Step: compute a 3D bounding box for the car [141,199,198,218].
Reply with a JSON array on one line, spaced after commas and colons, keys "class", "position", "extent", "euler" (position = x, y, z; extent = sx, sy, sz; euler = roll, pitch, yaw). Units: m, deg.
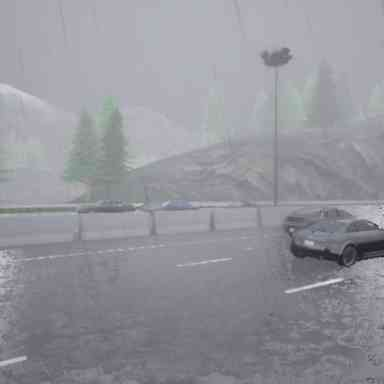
[{"class": "car", "position": [-1.744, 1.417, 27.639], "extent": [4.674, 1.442, 1.812], "euler": [0, 0, -30]}]

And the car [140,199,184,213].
[{"class": "car", "position": [-3.161, 1.425, 34.846], "extent": [4.181, 1.385, 1.994], "euler": [0, 0, -29]}]

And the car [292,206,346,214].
[{"class": "car", "position": [6.556, 1.462, 16.023], "extent": [4.892, 1.490, 1.837], "euler": [0, 0, -30]}]

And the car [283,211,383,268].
[{"class": "car", "position": [5.308, 1.535, 11.216], "extent": [4.181, 1.385, 1.994], "euler": [0, 0, -31]}]

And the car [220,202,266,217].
[{"class": "car", "position": [4.080, 1.474, 26.876], "extent": [4.181, 1.385, 1.994], "euler": [0, 0, -28]}]

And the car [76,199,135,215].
[{"class": "car", "position": [-7.330, 1.380, 28.348], "extent": [4.892, 1.490, 1.837], "euler": [1, 0, -32]}]
